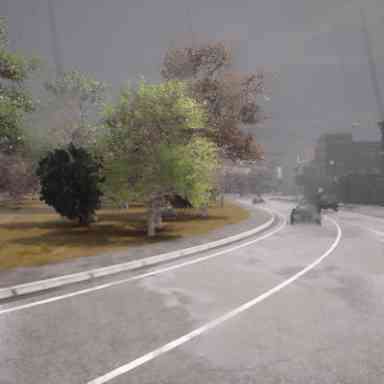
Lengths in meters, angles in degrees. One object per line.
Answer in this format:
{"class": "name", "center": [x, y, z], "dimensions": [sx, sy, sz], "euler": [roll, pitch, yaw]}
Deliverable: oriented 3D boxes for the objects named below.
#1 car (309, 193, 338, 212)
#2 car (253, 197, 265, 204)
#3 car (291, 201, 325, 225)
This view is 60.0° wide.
{"class": "car", "center": [15.037, 1.187, 38.310], "dimensions": [2.150, 2.045, 5.566], "euler": [-1, 0, 6]}
{"class": "car", "center": [13.124, 1.617, 65.339], "dimensions": [1.994, 1.385, 4.181], "euler": [-1, 0, 4]}
{"class": "car", "center": [8.302, 1.629, 24.320], "dimensions": [1.994, 1.385, 4.181], "euler": [-1, 0, 17]}
